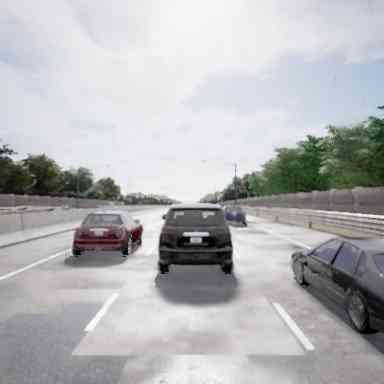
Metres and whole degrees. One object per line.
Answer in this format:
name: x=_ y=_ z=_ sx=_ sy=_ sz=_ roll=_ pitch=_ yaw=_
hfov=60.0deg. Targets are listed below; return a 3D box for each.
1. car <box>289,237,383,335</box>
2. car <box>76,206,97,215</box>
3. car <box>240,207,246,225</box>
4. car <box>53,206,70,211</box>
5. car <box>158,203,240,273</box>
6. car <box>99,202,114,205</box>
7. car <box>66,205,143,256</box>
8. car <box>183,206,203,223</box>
car: x=3.604 y=1.641 z=6.813 sx=2.033 sy=1.411 sz=5.357 roll=0 pitch=-1 yaw=0
car: x=-17.474 y=3.079 z=55.363 sx=1.895 sy=1.301 sz=4.718 roll=0 pitch=-2 yaw=0
car: x=3.616 y=2.026 z=30.548 sx=2.097 sy=1.767 sz=4.553 roll=0 pitch=-2 yaw=0
car: x=-20.979 y=3.005 z=54.727 sx=2.033 sy=1.411 sz=5.357 roll=0 pitch=-2 yaw=0
car: x=0.106 y=1.398 z=11.455 sx=2.150 sy=2.045 sz=5.566 roll=0 pitch=-1 yaw=0
car: x=-13.986 y=2.656 z=53.921 sx=2.150 sy=2.045 sz=5.566 roll=0 pitch=-2 yaw=0
car: x=-3.395 y=1.582 z=14.268 sx=2.097 sy=1.767 sz=4.553 roll=0 pitch=-1 yaw=0
car: x=0.119 y=2.250 z=33.588 sx=1.882 sy=1.535 sz=5.008 roll=0 pitch=-2 yaw=0
